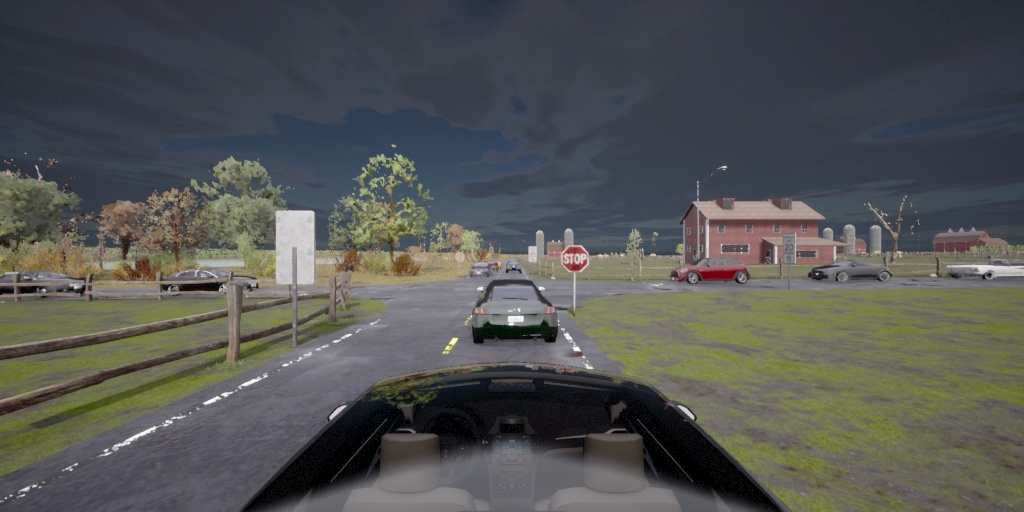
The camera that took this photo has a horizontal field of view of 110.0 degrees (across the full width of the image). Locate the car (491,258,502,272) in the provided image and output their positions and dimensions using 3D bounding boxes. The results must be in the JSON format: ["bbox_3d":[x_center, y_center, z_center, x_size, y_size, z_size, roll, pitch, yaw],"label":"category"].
[{"bbox_3d":[-2.763,1.307,46.384,1.994,1.385,4.181,0,0,1],"label":"car"}]

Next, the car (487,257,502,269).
[{"bbox_3d":[-2.723,1.094,56.561,2.097,1.767,4.553,0,0,1],"label":"car"}]

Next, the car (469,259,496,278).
[{"bbox_3d":[-2.929,1.271,34.724,1.812,1.442,4.674,0,0,3],"label":"car"}]

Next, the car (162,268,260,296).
[{"bbox_3d":[-17.435,1.473,20.827,4.902,1.511,2.128,-1,0,1],"label":"car"}]

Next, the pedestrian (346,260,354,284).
[{"bbox_3d":[-12.122,1.161,26.731,0.375,1.860,0.375,0,1,1],"label":"pedestrian"}]

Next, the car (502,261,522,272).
[{"bbox_3d":[0.190,1.291,44.336,2.033,1.411,5.357,0,0,0],"label":"car"}]

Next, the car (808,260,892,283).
[{"bbox_3d":[21.927,0.963,23.386,4.181,1.385,1.994,-1,0,1],"label":"car"}]

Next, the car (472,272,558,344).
[{"bbox_3d":[-0.009,1.312,9.662,1.994,1.385,4.181,0,0,-3],"label":"car"}]

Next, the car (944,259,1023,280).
[{"bbox_3d":[31.432,0.859,23.303,4.718,1.301,1.895,-1,0,1],"label":"car"}]

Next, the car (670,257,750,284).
[{"bbox_3d":[12.851,0.883,23.531,4.553,1.767,2.097,-1,0,2],"label":"car"}]

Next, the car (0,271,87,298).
[{"bbox_3d":[-27.806,1.616,21.024,4.902,1.511,2.128,-1,0,2],"label":"car"}]
